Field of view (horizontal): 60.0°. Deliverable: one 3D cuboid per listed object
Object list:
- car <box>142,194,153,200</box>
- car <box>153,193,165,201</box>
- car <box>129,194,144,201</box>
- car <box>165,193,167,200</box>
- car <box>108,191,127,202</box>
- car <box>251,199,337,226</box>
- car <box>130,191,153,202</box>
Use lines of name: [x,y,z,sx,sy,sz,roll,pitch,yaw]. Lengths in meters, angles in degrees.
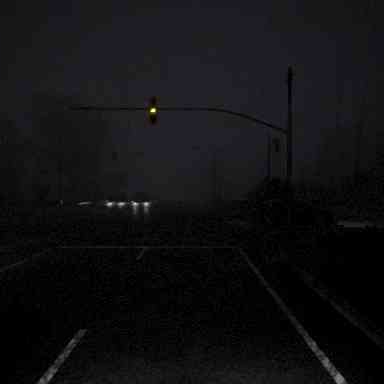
car: [-10.405,1.184,77.794,1.895,1.301,4.718,0,-1,0]
car: [-6.971,1.035,63.350,2.033,1.411,5.357,0,-2,1]
car: [-10.474,1.046,63.104,1.994,1.385,4.181,0,-2,1]
car: [-6.903,1.015,78.764,1.882,1.535,5.008,0,-1,0]
car: [-10.539,0.668,47.435,1.882,1.535,5.008,0,0,0]
car: [6.060,1.190,20.004,4.892,1.490,1.837,0,1,9]
car: [-7.039,0.692,46.841,1.837,1.490,4.892,0,0,0]
